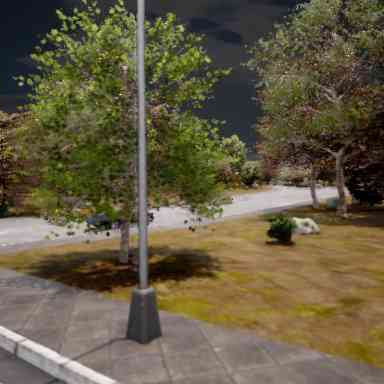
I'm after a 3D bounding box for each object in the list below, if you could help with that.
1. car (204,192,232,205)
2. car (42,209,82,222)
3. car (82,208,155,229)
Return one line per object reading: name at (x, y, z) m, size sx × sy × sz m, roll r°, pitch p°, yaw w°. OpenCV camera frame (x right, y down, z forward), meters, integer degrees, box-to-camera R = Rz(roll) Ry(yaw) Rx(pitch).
car at (3.428, 0.824, 44.743) m, size 2.097 × 1.767 × 4.553 m, roll -1°, pitch 2°, yaw 39°
car at (-9.945, 1.682, 27.873) m, size 1.882 × 1.535 × 5.008 m, roll -1°, pitch 0°, yaw 38°
car at (-4.788, 1.737, 22.947) m, size 1.895 × 1.301 × 4.718 m, roll -1°, pitch 0°, yaw 38°
